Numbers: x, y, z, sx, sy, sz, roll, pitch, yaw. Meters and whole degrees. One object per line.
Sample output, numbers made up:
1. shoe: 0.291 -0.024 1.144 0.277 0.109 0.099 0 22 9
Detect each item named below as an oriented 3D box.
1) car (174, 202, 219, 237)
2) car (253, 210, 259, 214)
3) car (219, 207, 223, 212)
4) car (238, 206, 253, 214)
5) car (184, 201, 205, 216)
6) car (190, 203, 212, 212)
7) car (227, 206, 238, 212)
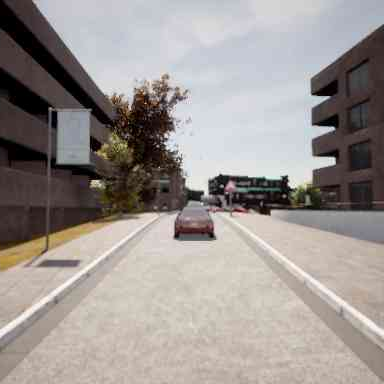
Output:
1. car: 0.100 1.439 17.196 1.994 1.385 4.181 0 0 0
2. car: 13.659 4.899 78.908 1.946 1.575 5.366 7 -5 -30
3. car: 4.856 3.905 77.171 2.185 1.767 4.553 5 -5 -31
4. car: 10.826 4.346 78.220 2.435 2.045 5.566 8 -5 -30
5. car: 0.278 1.717 35.290 2.033 1.411 5.357 0 -2 1
6. car: 1.977 3.600 76.588 2.435 2.045 5.566 2 -4 -30
7. car: 7.829 4.166 77.665 2.185 1.767 4.553 7 -5 -30
